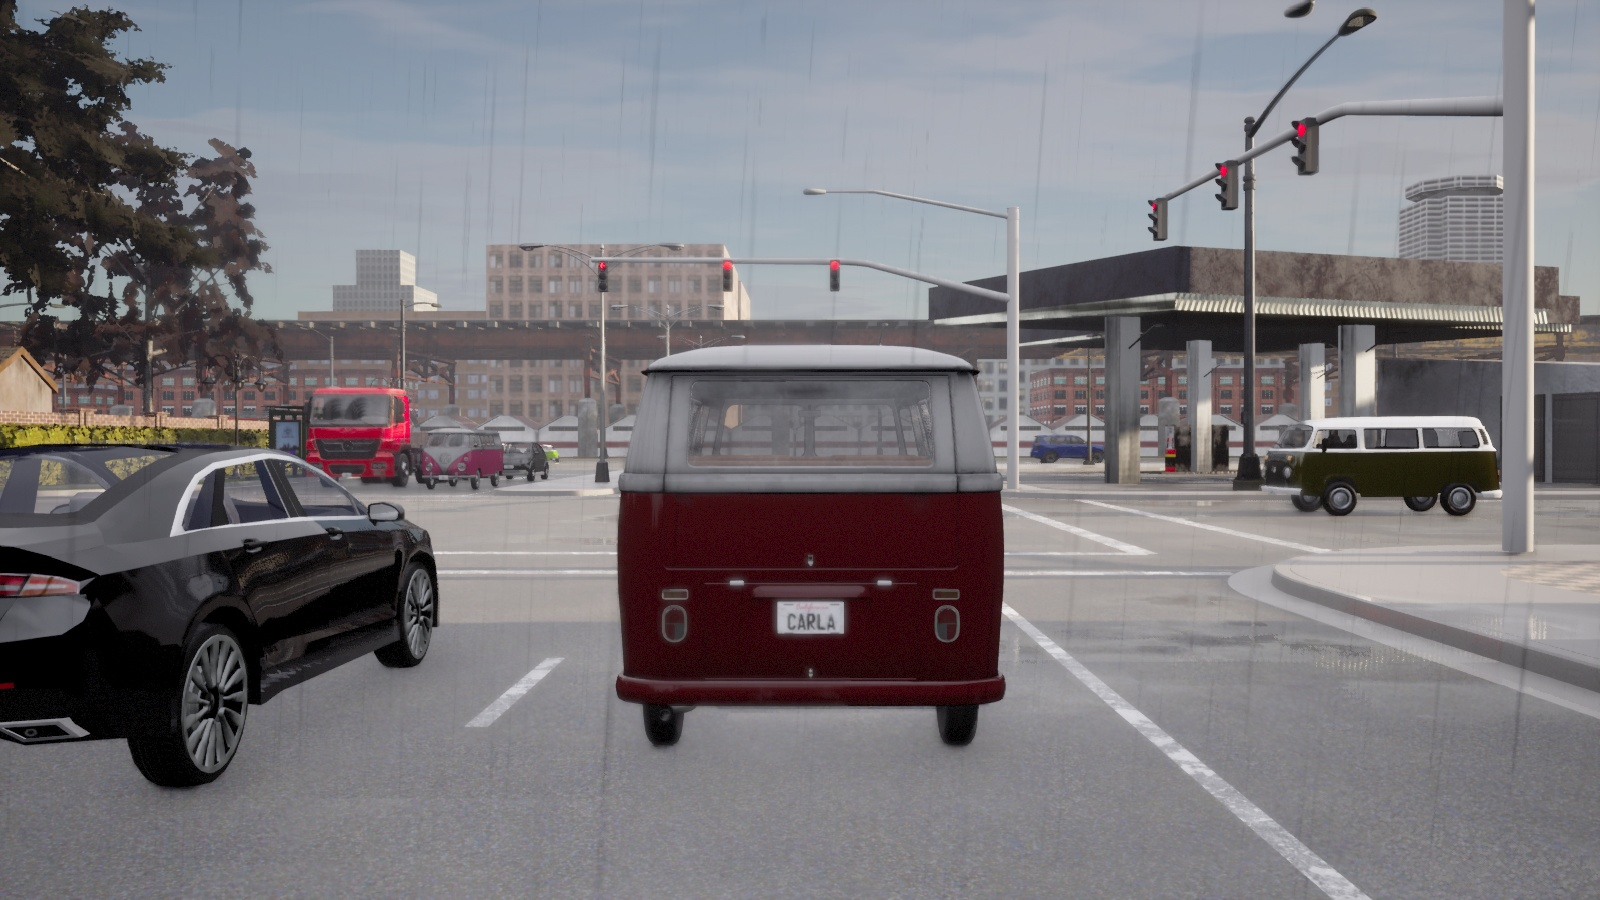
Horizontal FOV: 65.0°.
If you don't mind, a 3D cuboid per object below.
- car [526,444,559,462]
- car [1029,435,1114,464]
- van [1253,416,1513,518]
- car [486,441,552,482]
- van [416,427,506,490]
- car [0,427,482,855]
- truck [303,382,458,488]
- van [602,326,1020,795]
[{"bbox_3d":[-19.744,0.244,96.170,2.207,1.376,1.481,0,0,1],"label":"car"},{"bbox_3d":[19.142,-0.020,88.792,5.566,2.045,2.150,0,0,1],"label":"car"},{"bbox_3d":[12.089,0.331,26.255,4.480,2.038,2.069,0,0,-1],"label":"van"},{"bbox_3d":[-11.191,0.433,50.189,1.789,1.549,3.705,0,0,0],"label":"car"},{"bbox_3d":[-11.240,0.253,41.950,1.775,1.987,4.442,0,0,0],"label":"van"},{"bbox_3d":[-3.445,0.661,6.895,2.128,1.511,4.902,0,0,0],"label":"car"},{"bbox_3d":[-14.767,-0.501,44.943,2.891,3.462,7.936,0,0,0],"label":"truck"},{"bbox_3d":[0.059,0.457,7.547,1.775,1.987,4.442,0,0,0],"label":"van"}]
